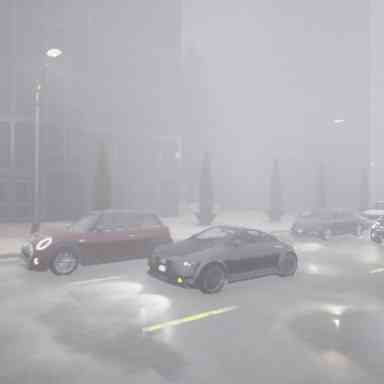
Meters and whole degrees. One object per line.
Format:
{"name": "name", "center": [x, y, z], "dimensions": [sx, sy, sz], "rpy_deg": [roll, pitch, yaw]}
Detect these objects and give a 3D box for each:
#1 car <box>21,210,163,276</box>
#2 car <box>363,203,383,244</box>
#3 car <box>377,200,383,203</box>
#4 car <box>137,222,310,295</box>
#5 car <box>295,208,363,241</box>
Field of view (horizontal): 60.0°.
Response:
{"name": "car", "center": [-2.841, 1.382, 10.544], "dimensions": [4.553, 1.767, 2.097], "rpy_deg": [1, 0, -35]}
{"name": "car", "center": [10.325, 1.520, 15.483], "dimensions": [4.553, 1.767, 2.097], "rpy_deg": [1, 0, -35]}
{"name": "car", "center": [13.140, 1.535, 21.679], "dimensions": [5.566, 2.045, 2.150], "rpy_deg": [1, 0, -35]}
{"name": "car", "center": [0.937, 1.618, 8.927], "dimensions": [4.181, 1.385, 1.994], "rpy_deg": [1, 0, -35]}
{"name": "car", "center": [7.265, 1.654, 17.658], "dimensions": [4.892, 1.490, 1.837], "rpy_deg": [-1, 0, -35]}
